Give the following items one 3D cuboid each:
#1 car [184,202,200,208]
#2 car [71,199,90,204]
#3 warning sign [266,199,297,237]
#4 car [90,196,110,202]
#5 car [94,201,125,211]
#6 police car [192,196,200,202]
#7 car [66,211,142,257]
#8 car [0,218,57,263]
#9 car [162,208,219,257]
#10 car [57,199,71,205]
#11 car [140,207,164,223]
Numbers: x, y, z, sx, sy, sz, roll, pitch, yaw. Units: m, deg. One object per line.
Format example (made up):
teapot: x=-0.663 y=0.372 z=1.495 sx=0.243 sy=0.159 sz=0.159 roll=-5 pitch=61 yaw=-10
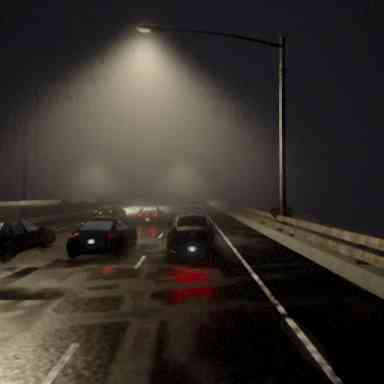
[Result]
car: x=0.018 y=1.825 z=27.490 sx=2.033 sy=1.411 sz=5.357 roll=0 pitch=-1 yaw=0
car: x=-20.982 y=2.165 z=64.578 sx=2.128 sy=1.511 sz=4.902 roll=0 pitch=0 yaw=0
warning sign: x=4.560 y=1.287 z=17.021 sx=1.300 sy=1.860 sz=1.060 roll=0 pitch=0 yaw=0
car: x=-17.483 y=1.872 z=64.689 sx=2.150 sy=2.045 sz=5.566 roll=0 pitch=0 yaw=0
car: x=-6.970 y=1.781 z=28.495 sx=2.128 sy=1.511 sz=4.902 roll=0 pitch=0 yaw=1
police car: x=1.081 y=2.350 z=92.131 sx=1.930 sy=1.638 sz=5.238 roll=0 pitch=-1 yaw=0
car: x=-3.472 y=1.702 z=13.498 sx=1.994 sy=1.385 sz=4.181 roll=0 pitch=0 yaw=0
car: x=-6.987 y=1.675 z=12.501 sx=2.033 sy=1.411 sz=5.357 roll=0 pitch=-1 yaw=0
car: x=0.024 y=1.644 z=13.485 sx=1.837 sy=1.490 sz=4.892 roll=0 pitch=0 yaw=0
car: x=-24.479 y=2.150 z=64.489 sx=1.837 sy=1.490 sz=4.892 roll=0 pitch=0 yaw=0
car: x=-3.474 y=1.886 z=28.233 sx=1.895 sy=1.301 sz=4.718 roll=0 pitch=-1 yaw=0
